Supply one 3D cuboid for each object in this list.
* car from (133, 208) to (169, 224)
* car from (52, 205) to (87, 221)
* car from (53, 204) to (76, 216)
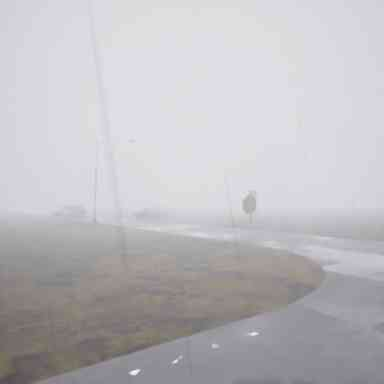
[{"bbox_3d":[-4.258,2.348,33.837,1.882,1.535,5.008,2,-3,-36],"label":"car"},{"bbox_3d":[-13.966,2.288,38.094,2.097,1.767,4.553,1,-2,11],"label":"car"},{"bbox_3d":[-19.094,2.663,49.719,2.097,1.767,4.553,2,-2,-36],"label":"car"}]
